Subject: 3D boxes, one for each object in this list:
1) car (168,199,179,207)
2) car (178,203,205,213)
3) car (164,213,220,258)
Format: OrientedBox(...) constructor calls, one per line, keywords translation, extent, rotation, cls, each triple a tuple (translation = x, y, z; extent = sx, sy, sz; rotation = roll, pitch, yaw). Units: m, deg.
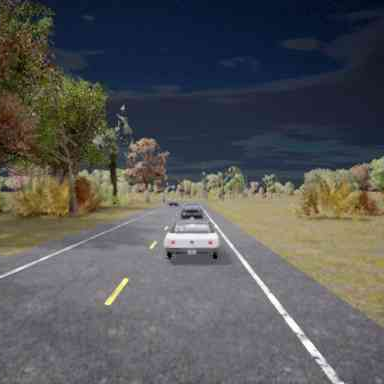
OrientedBox(translation=(-3.512, 2.133, 64.531), extent=(2.033, 1.411, 5.357), rotation=(0, 0, 0), cls="car")
OrientedBox(translation=(0.023, 1.774, 28.496), extent=(1.837, 1.490, 4.892), rotation=(0, 0, 0), cls="car")
OrientedBox(translation=(0.018, 1.727, 13.252), extent=(1.895, 1.301, 4.718), rotation=(0, -1, 1), cls="car")
